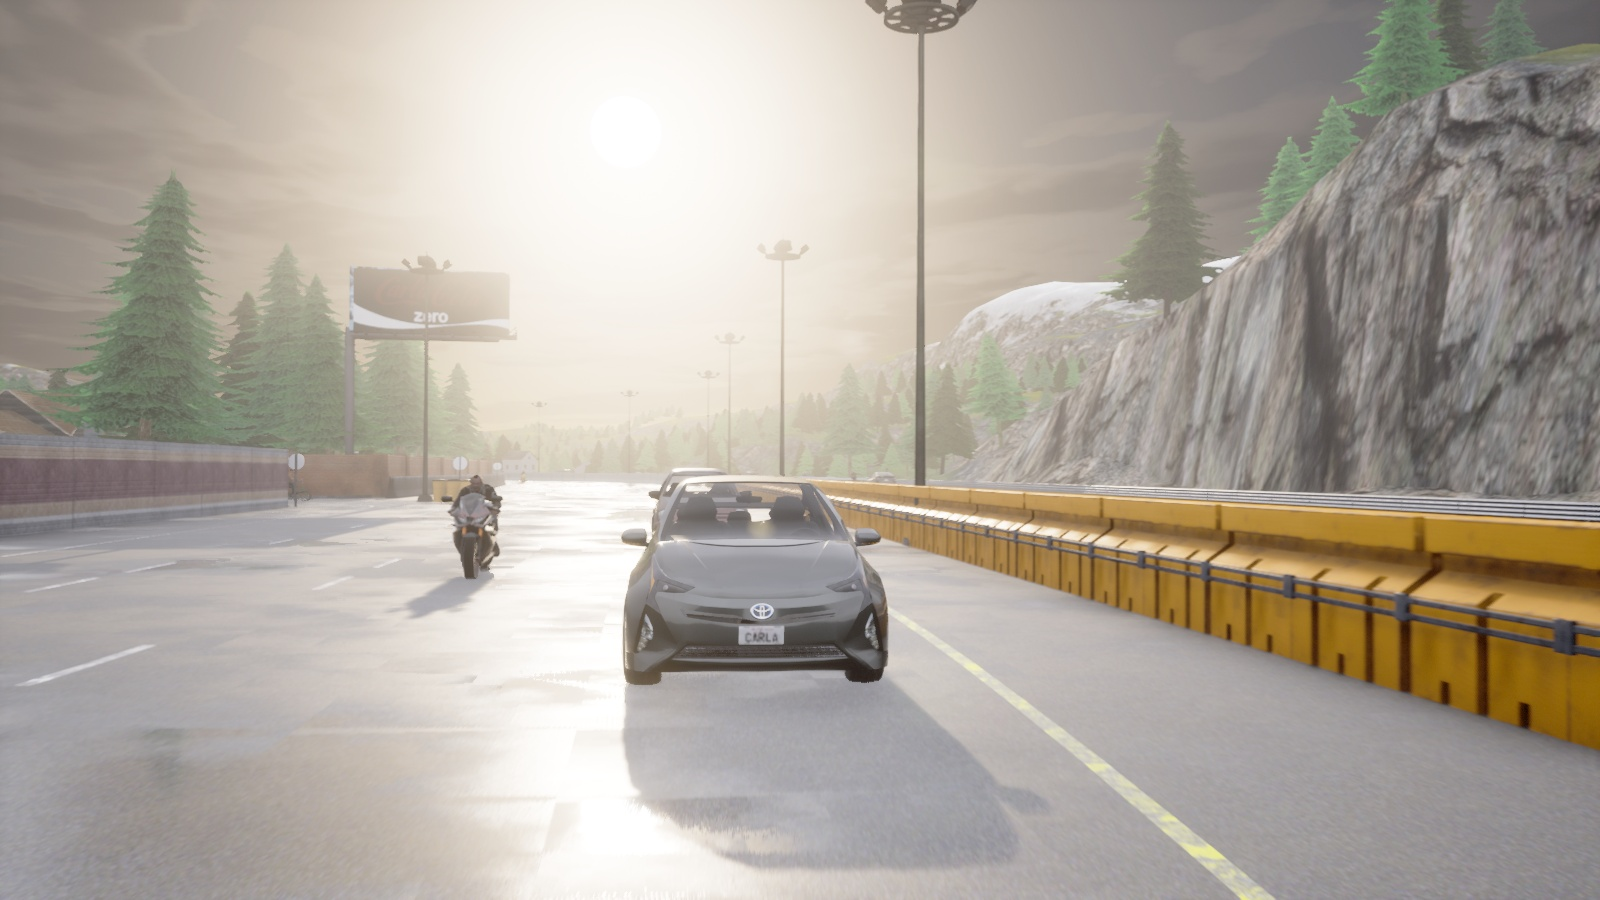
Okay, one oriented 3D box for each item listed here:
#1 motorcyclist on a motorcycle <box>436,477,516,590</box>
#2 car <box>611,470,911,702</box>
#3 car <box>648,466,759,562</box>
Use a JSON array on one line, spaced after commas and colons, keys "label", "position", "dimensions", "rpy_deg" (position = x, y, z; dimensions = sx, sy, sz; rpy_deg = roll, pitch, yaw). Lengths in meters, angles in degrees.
[{"label": "motorcyclist on a motorcycle", "position": [-4.751, 1.180, 18.553], "dimensions": [0.866, 1.530, 2.191], "rpy_deg": [-1, -1, -7]}, {"label": "car", "position": [-0.451, 0.942, 10.667], "dimensions": [2.007, 1.525, 4.514], "rpy_deg": [0, -1, -5]}, {"label": "car", "position": [-1.867, 1.109, 23.197], "dimensions": [1.851, 1.617, 3.988], "rpy_deg": [0, -1, -7]}]
